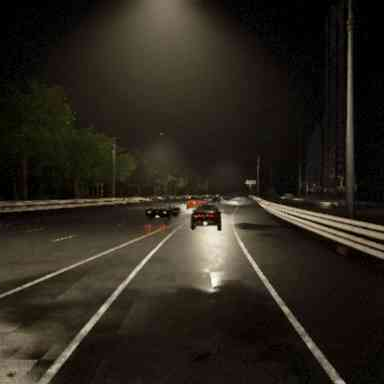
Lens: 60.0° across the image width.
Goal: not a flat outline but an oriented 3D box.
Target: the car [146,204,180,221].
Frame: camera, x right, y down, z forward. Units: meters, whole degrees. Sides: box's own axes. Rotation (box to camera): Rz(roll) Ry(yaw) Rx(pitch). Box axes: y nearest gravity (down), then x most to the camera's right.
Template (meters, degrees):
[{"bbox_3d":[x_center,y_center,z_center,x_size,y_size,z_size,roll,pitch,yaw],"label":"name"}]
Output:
[{"bbox_3d":[-2.311,1.635,27.959,1.895,1.301,4.718,0,0,10],"label":"car"}]

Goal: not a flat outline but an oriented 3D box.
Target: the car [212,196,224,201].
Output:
[{"bbox_3d":[5.619,1.736,74.967,1.837,1.490,4.892,1,0,9],"label":"car"}]

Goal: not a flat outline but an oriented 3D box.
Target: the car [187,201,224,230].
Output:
[{"bbox_3d":[1.013,1.551,21.627,1.837,1.490,4.892,0,0,5],"label":"car"}]

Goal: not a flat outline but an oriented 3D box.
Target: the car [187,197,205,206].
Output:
[{"bbox_3d":[0.634,1.460,45.319,2.097,1.767,4.553,1,0,10],"label":"car"}]
